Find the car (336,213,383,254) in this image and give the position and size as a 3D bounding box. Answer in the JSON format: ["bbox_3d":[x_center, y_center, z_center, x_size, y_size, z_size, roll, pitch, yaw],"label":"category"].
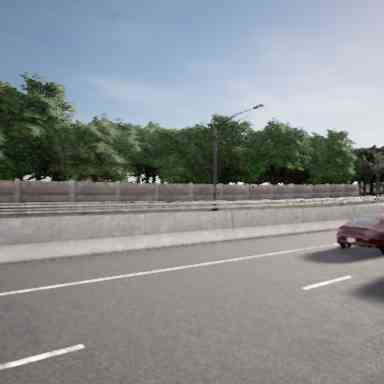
[{"bbox_3d":[7.800,1.610,13.652,4.674,1.442,1.812,0,0,-35],"label":"car"}]
